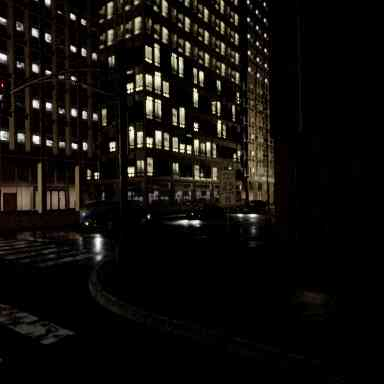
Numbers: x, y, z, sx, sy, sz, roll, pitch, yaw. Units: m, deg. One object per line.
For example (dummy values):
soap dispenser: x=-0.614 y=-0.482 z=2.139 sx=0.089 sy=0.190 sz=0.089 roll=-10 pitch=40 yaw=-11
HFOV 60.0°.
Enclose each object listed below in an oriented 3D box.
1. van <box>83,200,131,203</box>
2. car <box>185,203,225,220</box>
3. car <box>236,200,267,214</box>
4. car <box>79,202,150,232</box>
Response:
van: x=-6.017 y=1.460 z=23.528 sx=1.690 sy=1.788 sz=3.998 roll=-2 pitch=-1 yaw=36
car: x=1.187 y=1.649 z=29.095 sx=1.994 sy=1.385 sz=4.181 roll=-1 pitch=-1 yaw=36
car: x=7.087 y=1.631 z=37.281 sx=1.812 sy=1.442 sz=4.674 roll=-1 pitch=-1 yaw=36
car: x=-4.676 y=1.571 z=20.993 sx=1.837 sy=1.490 sz=4.892 roll=-1 pitch=-1 yaw=33
